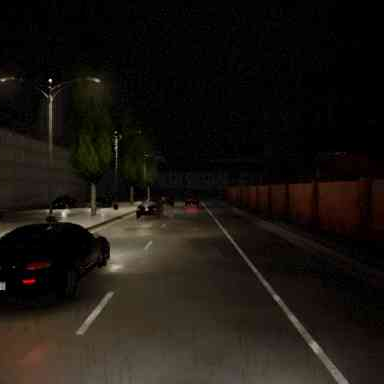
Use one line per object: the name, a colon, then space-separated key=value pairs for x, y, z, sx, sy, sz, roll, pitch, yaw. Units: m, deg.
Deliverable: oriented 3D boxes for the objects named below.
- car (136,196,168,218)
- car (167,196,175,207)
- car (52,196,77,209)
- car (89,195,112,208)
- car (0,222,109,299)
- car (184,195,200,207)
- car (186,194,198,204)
car: x=-3.398 y=1.351 z=27.476 sx=2.033 sy=1.411 sz=5.357 roll=0 pitch=0 yaw=0
car: x=-3.397 y=1.224 z=45.445 sx=2.033 sy=1.411 sz=5.357 roll=0 pitch=0 yaw=0
car: x=-15.074 y=1.228 z=39.248 sx=1.837 sy=1.490 sz=4.892 roll=0 pitch=0 yaw=0
car: x=-11.558 y=1.207 z=42.218 sx=1.837 sy=1.490 sz=4.892 roll=0 pitch=0 yaw=0
car: x=-3.399 y=1.467 z=8.136 sx=1.812 sy=1.442 sz=4.674 roll=0 pitch=0 yaw=0
car: x=0.003 y=1.191 z=44.070 sx=1.837 sy=1.490 sz=4.892 roll=0 pitch=0 yaw=0
car: x=0.004 y=1.139 z=54.328 sx=1.812 sy=1.442 sz=4.674 roll=0 pitch=0 yaw=0
